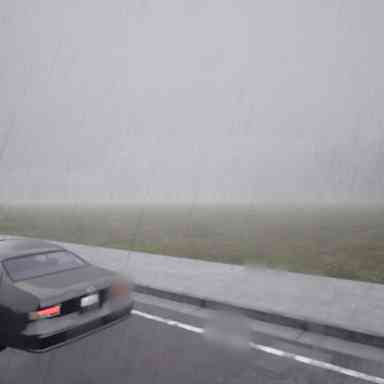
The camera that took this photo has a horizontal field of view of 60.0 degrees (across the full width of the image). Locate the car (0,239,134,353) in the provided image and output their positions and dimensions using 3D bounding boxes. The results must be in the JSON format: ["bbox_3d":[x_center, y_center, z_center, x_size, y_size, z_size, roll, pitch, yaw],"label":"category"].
[{"bbox_3d":[-3.496,1.613,6.180,5.357,1.411,2.033,-1,0,36],"label":"car"}]
